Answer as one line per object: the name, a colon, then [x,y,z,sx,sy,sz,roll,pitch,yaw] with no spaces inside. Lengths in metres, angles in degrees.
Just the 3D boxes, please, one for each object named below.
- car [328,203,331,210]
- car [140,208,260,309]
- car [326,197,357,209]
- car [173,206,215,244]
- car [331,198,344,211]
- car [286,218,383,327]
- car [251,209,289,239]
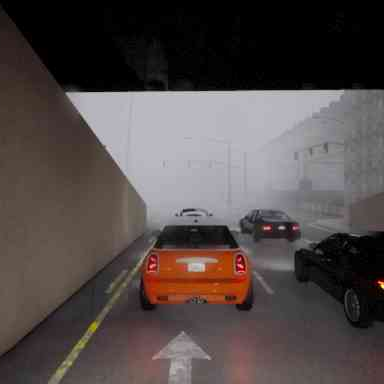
car: [17.527,1.440,38.861,2.038,1.542,4.974,0,0,45]
car: [0.087,1.349,8.013,2.097,1.767,4.553,0,0,0]
car: [17.563,1.282,38.898,1.853,1.218,4.536,0,0,45]
car: [0.095,1.520,16.691,1.812,1.442,4.674,0,0,0]
car: [17.424,1.441,34.254,2.038,1.542,4.974,0,0,-35]
car: [3.585,1.523,6.870,1.812,1.442,4.674,0,0,0]
car: [3.628,1.542,16.362,2.033,1.411,5.357,0,0,-3]
